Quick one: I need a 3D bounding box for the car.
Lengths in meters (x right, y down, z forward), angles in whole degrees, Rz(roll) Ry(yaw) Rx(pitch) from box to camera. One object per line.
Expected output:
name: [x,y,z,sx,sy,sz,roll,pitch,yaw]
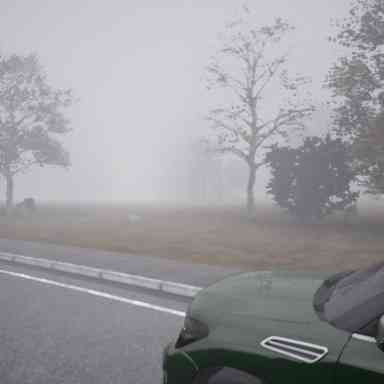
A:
car: [2.390,1.212,2.211,5.566,2.045,2.150,0,0,35]
